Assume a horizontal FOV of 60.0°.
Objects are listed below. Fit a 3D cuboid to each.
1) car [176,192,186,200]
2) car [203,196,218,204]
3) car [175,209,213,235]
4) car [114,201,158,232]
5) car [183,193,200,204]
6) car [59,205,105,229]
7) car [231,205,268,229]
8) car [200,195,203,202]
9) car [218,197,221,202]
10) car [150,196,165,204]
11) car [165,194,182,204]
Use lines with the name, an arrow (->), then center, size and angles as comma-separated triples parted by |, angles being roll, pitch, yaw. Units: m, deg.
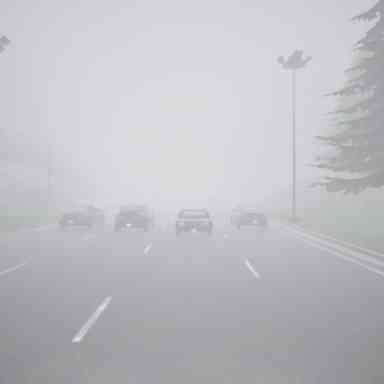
car -> -2.040, 1.078, 74.509 | 2.150, 2.045, 5.566 | 0, 0, 17
car -> 3.509, 1.478, 63.365 | 1.882, 1.535, 5.008 | 0, 0, 2
car -> 0.099, 1.601, 18.666 | 1.895, 1.301, 4.718 | 0, 0, 0
car -> -3.401, 1.505, 20.259 | 1.837, 1.490, 4.892 | 0, 0, 0
car -> 0.009, 1.492, 63.365 | 2.128, 1.511, 4.902 | 0, 0, 2
car -> -6.915, 1.526, 21.251 | 1.812, 1.442, 4.674 | 0, 0, 0
car -> 3.585, 1.526, 21.252 | 1.812, 1.442, 4.674 | 0, 0, 0
car -> 1.355, 1.396, 73.663 | 2.033, 1.411, 5.357 | 0, 0, 17
car -> 4.981, 1.493, 73.643 | 2.033, 1.411, 5.357 | 0, 0, 17
car -> -6.973, 1.505, 64.445 | 1.837, 1.490, 4.892 | 0, 0, 2
car -> -3.471, 1.601, 64.568 | 1.895, 1.301, 4.718 | 0, 0, 2
